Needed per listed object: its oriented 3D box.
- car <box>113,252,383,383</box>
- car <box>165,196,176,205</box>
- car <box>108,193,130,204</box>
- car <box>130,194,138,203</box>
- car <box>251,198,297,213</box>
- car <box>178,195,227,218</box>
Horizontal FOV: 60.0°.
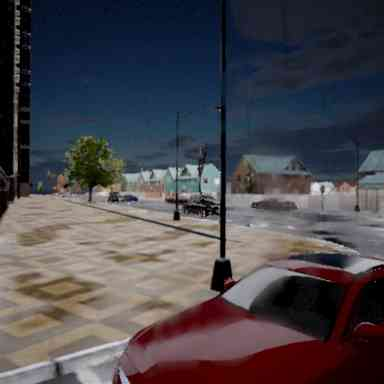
[{"bbox_3d":[1.448,1.519,3.861,4.674,1.442,1.812,0,0,-34],"label":"car"},{"bbox_3d":[-2.261,1.185,47.204,1.895,1.301,4.718,0,0,-28],"label":"car"},{"bbox_3d":[-11.500,0.974,50.515,2.128,1.511,4.902,0,0,-27],"label":"car"},{"bbox_3d":[-10.640,1.015,55.961,2.033,1.411,5.357,0,0,-28],"label":"car"},{"bbox_3d":[8.294,1.304,34.065,2.033,1.411,5.357,0,0,-28],"label":"car"},{"bbox_3d":[0.950,1.229,26.641,1.837,1.490,4.892,0,0,-28],"label":"car"}]
